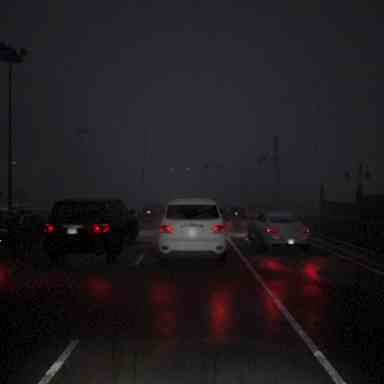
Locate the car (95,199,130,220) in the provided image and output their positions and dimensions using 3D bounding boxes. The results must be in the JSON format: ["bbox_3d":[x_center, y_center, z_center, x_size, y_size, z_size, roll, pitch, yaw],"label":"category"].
[{"bbox_3d":[-6.943,1.496,29.712,1.882,1.535,5.008,0,0,1],"label":"car"}]

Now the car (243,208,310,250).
[{"bbox_3d":[3.550,1.534,14.142,1.812,1.442,4.674,0,0,1],"label":"car"}]

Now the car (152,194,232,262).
[{"bbox_3d":[0.031,1.231,12.361,2.150,2.045,5.566,0,0,0],"label":"car"}]

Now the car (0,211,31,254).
[{"bbox_3d":[-6.956,1.501,13.521,2.128,1.511,4.902,0,0,1],"label":"car"}]

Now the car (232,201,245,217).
[{"bbox_3d":[3.671,1.544,29.194,1.812,1.442,4.674,0,0,2],"label":"car"}]

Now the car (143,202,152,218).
[{"bbox_3d":[-3.452,1.583,28.669,1.994,1.385,4.181,0,0,1],"label":"car"}]

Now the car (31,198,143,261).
[{"bbox_3d":[-3.469,1.231,12.392,2.150,2.045,5.566,0,0,1],"label":"car"}]

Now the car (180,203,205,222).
[{"bbox_3d":[0.039,1.618,27.904,1.895,1.301,4.718,0,0,1],"label":"car"}]
